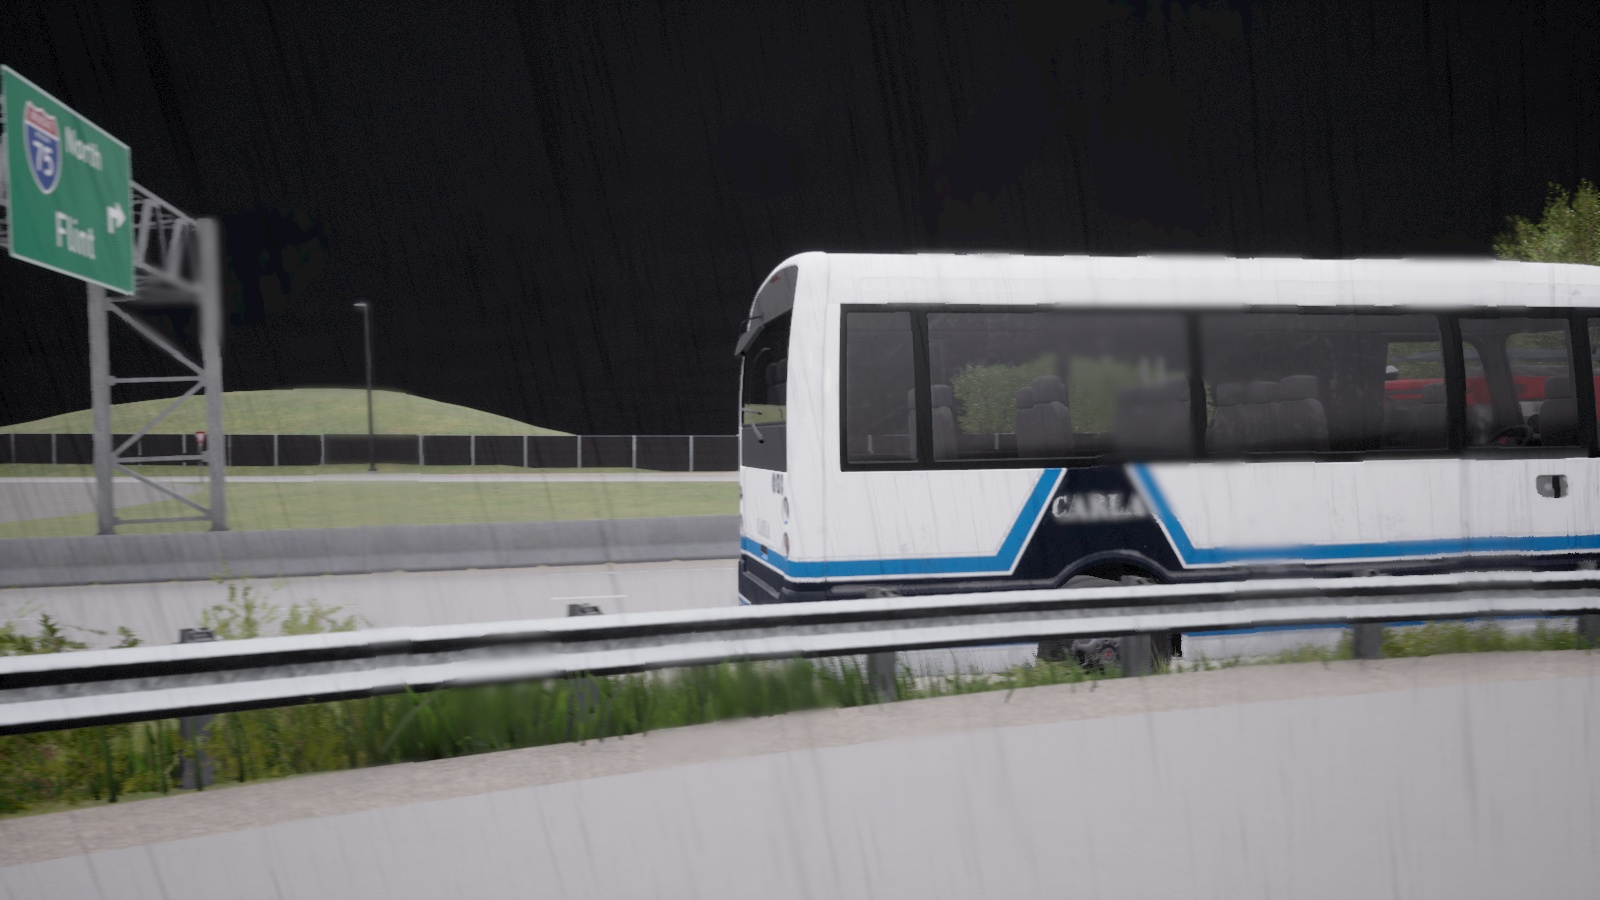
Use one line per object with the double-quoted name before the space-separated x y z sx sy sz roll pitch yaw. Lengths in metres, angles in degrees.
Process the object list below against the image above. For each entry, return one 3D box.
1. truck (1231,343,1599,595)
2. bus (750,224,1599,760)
"truck" 12.005 0.203 21.361 8.468 3.827 2.891 -1 1 -11
"bus" 4.906 0.221 12.865 10.273 4.253 3.944 -1 1 -11
